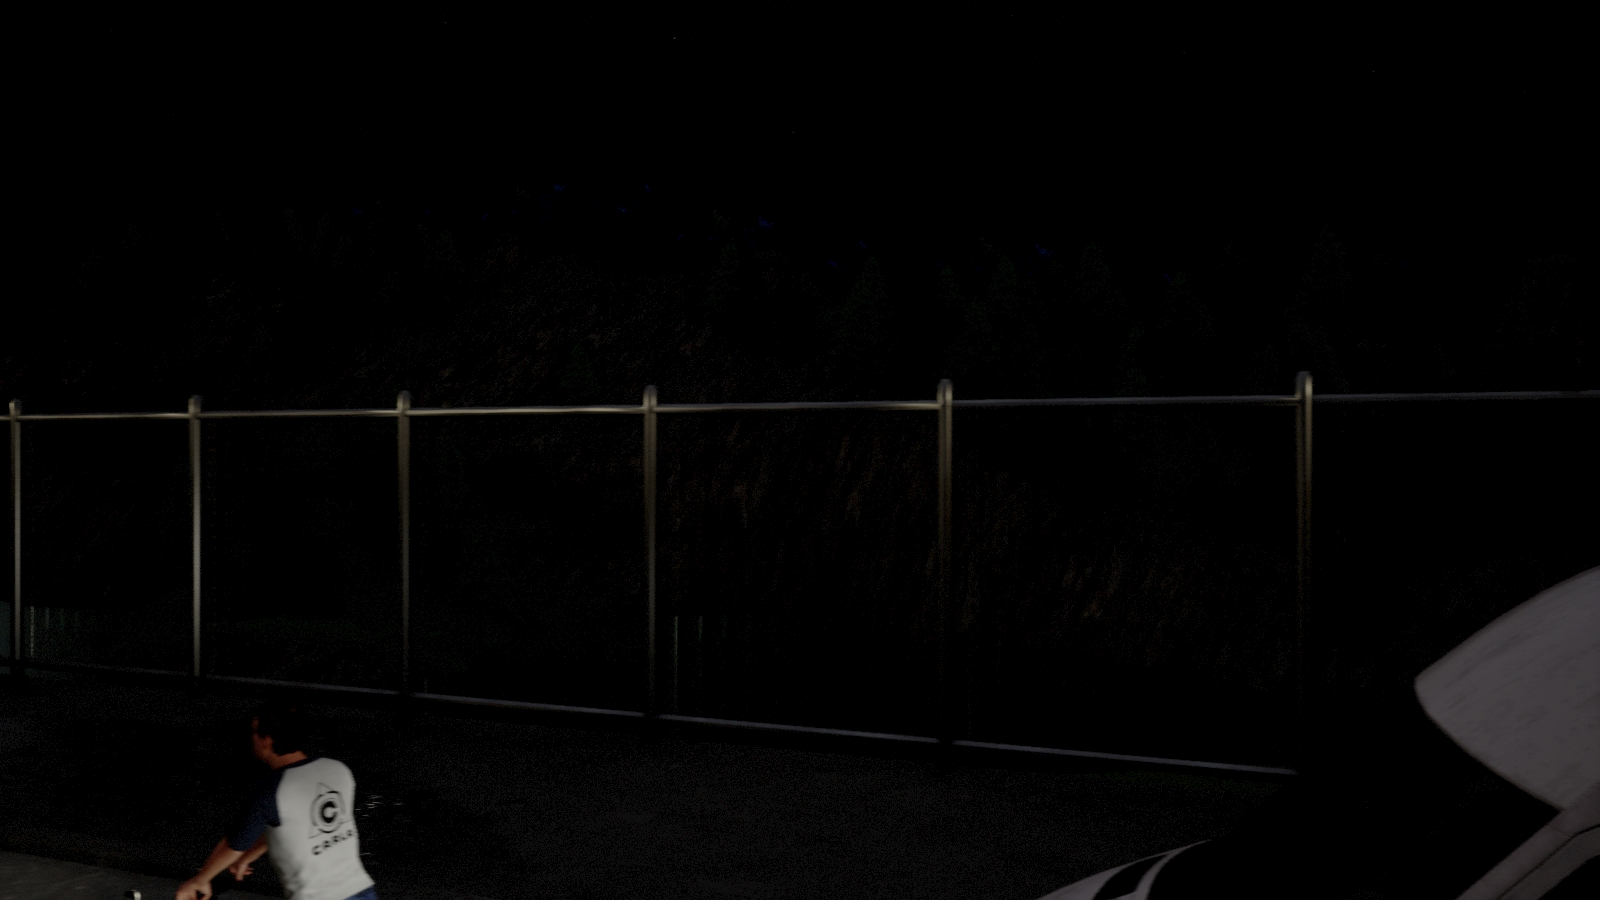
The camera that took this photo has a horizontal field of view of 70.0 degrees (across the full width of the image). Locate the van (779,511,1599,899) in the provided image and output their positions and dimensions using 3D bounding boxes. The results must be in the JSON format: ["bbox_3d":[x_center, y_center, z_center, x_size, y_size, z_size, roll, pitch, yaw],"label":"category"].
[{"bbox_3d":[3.068,1.535,2.717,5.915,2.561,1.988,0,0,20],"label":"van"}]

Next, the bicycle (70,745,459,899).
[{"bbox_3d":[-2.180,2.056,4.617,1.643,1.496,0.373,0,0,20],"label":"bicycle"}]
